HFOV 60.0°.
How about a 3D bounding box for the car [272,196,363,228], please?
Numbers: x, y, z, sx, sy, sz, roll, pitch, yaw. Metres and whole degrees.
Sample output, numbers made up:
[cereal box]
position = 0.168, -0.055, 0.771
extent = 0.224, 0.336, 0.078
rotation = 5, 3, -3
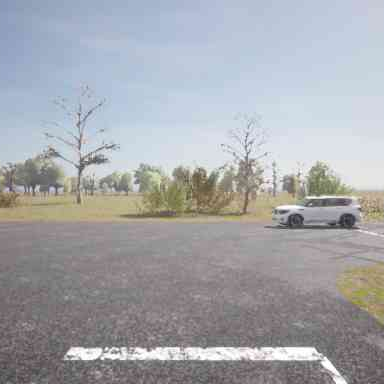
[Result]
[car]
position = 8.170, 1.285, 21.807
extent = 5.566, 2.045, 2.150
rotation = 0, 0, -2
